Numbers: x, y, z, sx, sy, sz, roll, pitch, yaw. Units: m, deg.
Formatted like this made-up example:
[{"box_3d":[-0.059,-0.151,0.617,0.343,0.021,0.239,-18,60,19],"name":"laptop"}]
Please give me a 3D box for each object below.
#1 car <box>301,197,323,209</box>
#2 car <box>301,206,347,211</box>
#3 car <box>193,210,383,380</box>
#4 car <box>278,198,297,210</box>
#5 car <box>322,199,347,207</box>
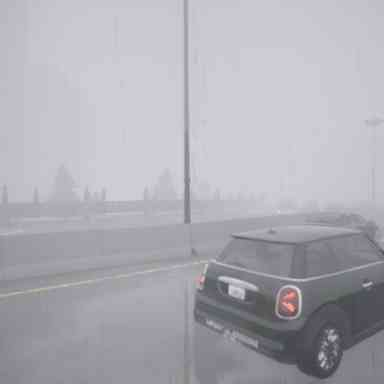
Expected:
[{"box_3d":[15.640,1.776,43.462,2.033,1.411,5.357,0,-1,29],"name":"car"},{"box_3d":[6.196,1.546,13.870,4.892,1.490,1.837,0,0,-43],"name":"car"},{"box_3d":[2.278,1.367,5.788,4.553,1.767,2.097,0,0,-38],"name":"car"},{"box_3d":[13.621,1.621,47.313,2.097,1.767,4.553,0,-1,27],"name":"car"},{"box_3d":[16.274,1.777,37.614,1.895,1.301,4.718,0,-1,31],"name":"car"}]
